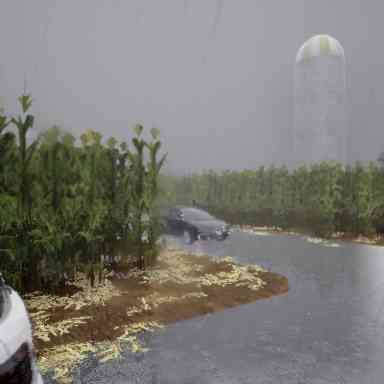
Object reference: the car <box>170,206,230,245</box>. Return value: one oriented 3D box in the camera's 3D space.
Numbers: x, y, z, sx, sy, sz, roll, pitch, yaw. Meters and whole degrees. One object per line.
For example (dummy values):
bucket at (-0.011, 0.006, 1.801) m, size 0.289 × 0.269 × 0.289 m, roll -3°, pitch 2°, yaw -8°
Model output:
car at (-0.235, 1.422, 15.301) m, size 1.837 × 1.490 × 4.892 m, roll 1°, pitch -1°, yaw -33°

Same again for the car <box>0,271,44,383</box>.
car at (-3.493, 1.219, 1.057) m, size 5.566 × 2.045 × 2.150 m, roll 0°, pitch 0°, yaw -36°

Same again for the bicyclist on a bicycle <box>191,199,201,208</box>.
bicyclist on a bicycle at (0.244, 1.407, 26.043) m, size 1.656 × 1.620 × 0.582 m, roll 1°, pitch 0°, yaw -35°
